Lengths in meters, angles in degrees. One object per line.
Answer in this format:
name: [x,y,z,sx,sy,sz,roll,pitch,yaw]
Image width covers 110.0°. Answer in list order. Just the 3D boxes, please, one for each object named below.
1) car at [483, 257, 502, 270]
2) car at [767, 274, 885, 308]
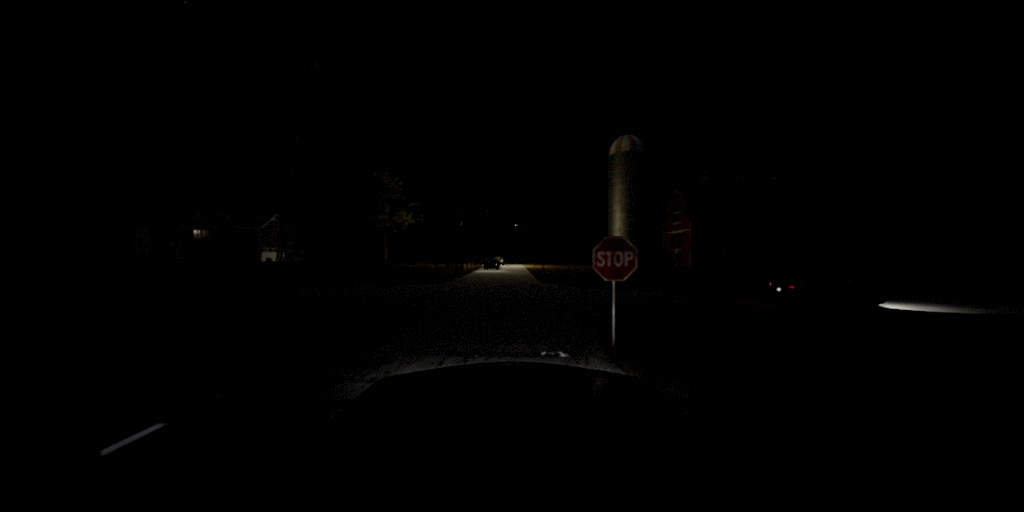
car: [-2.664,1.051,47.020,1.882,1.535,5.008,0,0,0]
car: [13.977,1.502,16.099,4.181,1.385,1.994,1,0,0]
